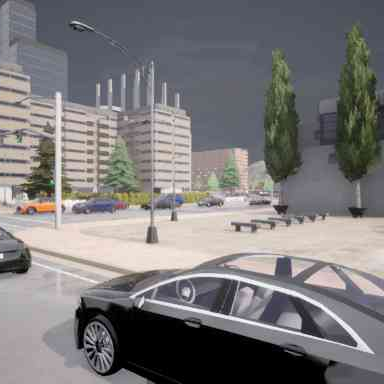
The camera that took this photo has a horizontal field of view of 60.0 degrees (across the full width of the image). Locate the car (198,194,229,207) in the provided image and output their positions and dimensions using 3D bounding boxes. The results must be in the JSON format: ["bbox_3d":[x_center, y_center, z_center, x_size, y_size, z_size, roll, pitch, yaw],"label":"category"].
[{"bbox_3d":[2.830,1.492,49.752,2.128,1.511,4.902,0,0,41],"label":"car"}]

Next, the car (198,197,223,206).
[{"bbox_3d":[3.125,1.526,55.414,1.812,1.442,4.674,0,0,41],"label":"car"}]

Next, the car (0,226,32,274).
[{"bbox_3d":[-6.333,1.564,9.484,4.181,1.385,1.994,0,0,40],"label":"car"}]

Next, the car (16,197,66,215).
[{"bbox_3d":[-15.447,1.352,34.113,2.097,1.767,4.553,0,0,42],"label":"car"}]

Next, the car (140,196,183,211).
[{"bbox_3d":[-3.982,1.547,41.906,2.033,1.411,5.357,0,0,41],"label":"car"}]

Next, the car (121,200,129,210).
[{"bbox_3d":[-9.749,1.564,40.588,1.994,1.385,4.181,0,0,41],"label":"car"}]

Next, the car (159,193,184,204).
[{"bbox_3d":[-3.591,1.221,47.697,2.150,2.045,5.566,0,0,41],"label":"car"}]

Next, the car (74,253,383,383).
[{"bbox_3d":[0.574,1.492,3.866,4.902,1.511,2.128,0,0,37],"label":"car"}]

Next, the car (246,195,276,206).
[{"bbox_3d":[11.108,1.601,53.678,1.895,1.301,4.718,0,0,41],"label":"car"}]

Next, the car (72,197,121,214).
[{"bbox_3d":[-10.186,1.352,34.744,2.097,1.767,4.553,0,0,41],"label":"car"}]
